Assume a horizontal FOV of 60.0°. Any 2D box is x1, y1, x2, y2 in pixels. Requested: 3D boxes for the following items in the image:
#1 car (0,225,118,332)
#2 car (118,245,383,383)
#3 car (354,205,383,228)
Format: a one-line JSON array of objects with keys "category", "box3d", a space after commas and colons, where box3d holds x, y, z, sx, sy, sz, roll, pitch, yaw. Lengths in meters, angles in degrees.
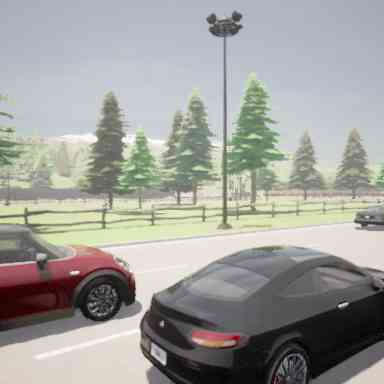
[{"category": "car", "box3d": [-3.261, 1.352, 5.720, 4.553, 1.767, 2.097, 0, 0, -36]}, {"category": "car", "box3d": [1.524, 1.526, 4.833, 4.674, 1.442, 1.812, 0, 0, -36]}, {"category": "car", "box3d": [12.477, 1.547, 21.244, 5.357, 1.411, 2.033, 0, 0, -36]}]
